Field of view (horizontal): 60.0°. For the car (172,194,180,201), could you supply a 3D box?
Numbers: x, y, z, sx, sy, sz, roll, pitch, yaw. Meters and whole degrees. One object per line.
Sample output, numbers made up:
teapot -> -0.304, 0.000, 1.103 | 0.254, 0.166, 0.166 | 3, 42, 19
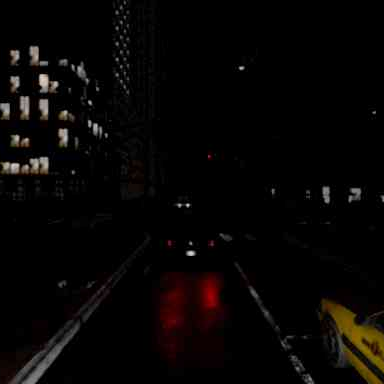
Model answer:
car -> -4.245, 1.383, 86.920 | 1.967, 1.590, 4.097 | 0, 0, 0

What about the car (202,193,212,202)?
car -> 3.697, 1.275, 75.908 | 2.192, 1.841, 5.009 | 0, 0, 0

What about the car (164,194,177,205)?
car -> -4.091, 1.563, 59.282 | 1.802, 1.307, 4.206 | 0, 0, 0

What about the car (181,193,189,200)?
car -> -1.639, 1.094, 79.559 | 1.812, 1.442, 4.674 | 0, 0, 0

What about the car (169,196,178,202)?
car -> -4.183, 1.527, 75.865 | 1.947, 1.339, 4.313 | 0, 0, 0

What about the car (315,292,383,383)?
car -> 2.565, 1.524, 2.866 | 1.752, 1.417, 4.829 | 0, 0, 0

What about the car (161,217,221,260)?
car -> -0.074, 1.595, 12.434 | 1.895, 1.301, 4.718 | 0, 0, -1

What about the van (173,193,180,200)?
van -> -4.276, 1.276, 92.447 | 1.690, 1.788, 3.998 | 0, 0, 0

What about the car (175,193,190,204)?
car -> -1.571, 1.196, 64.152 | 2.150, 2.045, 5.566 | 0, 0, 0

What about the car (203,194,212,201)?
car -> 3.666, 1.392, 81.437 | 1.967, 1.590, 4.097 | 0, 0, 0

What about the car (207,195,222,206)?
car -> 3.869, 1.552, 53.800 | 1.947, 1.339, 4.313 | 0, 0, 0

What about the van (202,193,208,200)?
van -> 3.604, 1.275, 92.491 | 1.690, 1.788, 3.998 | 0, 0, 0
